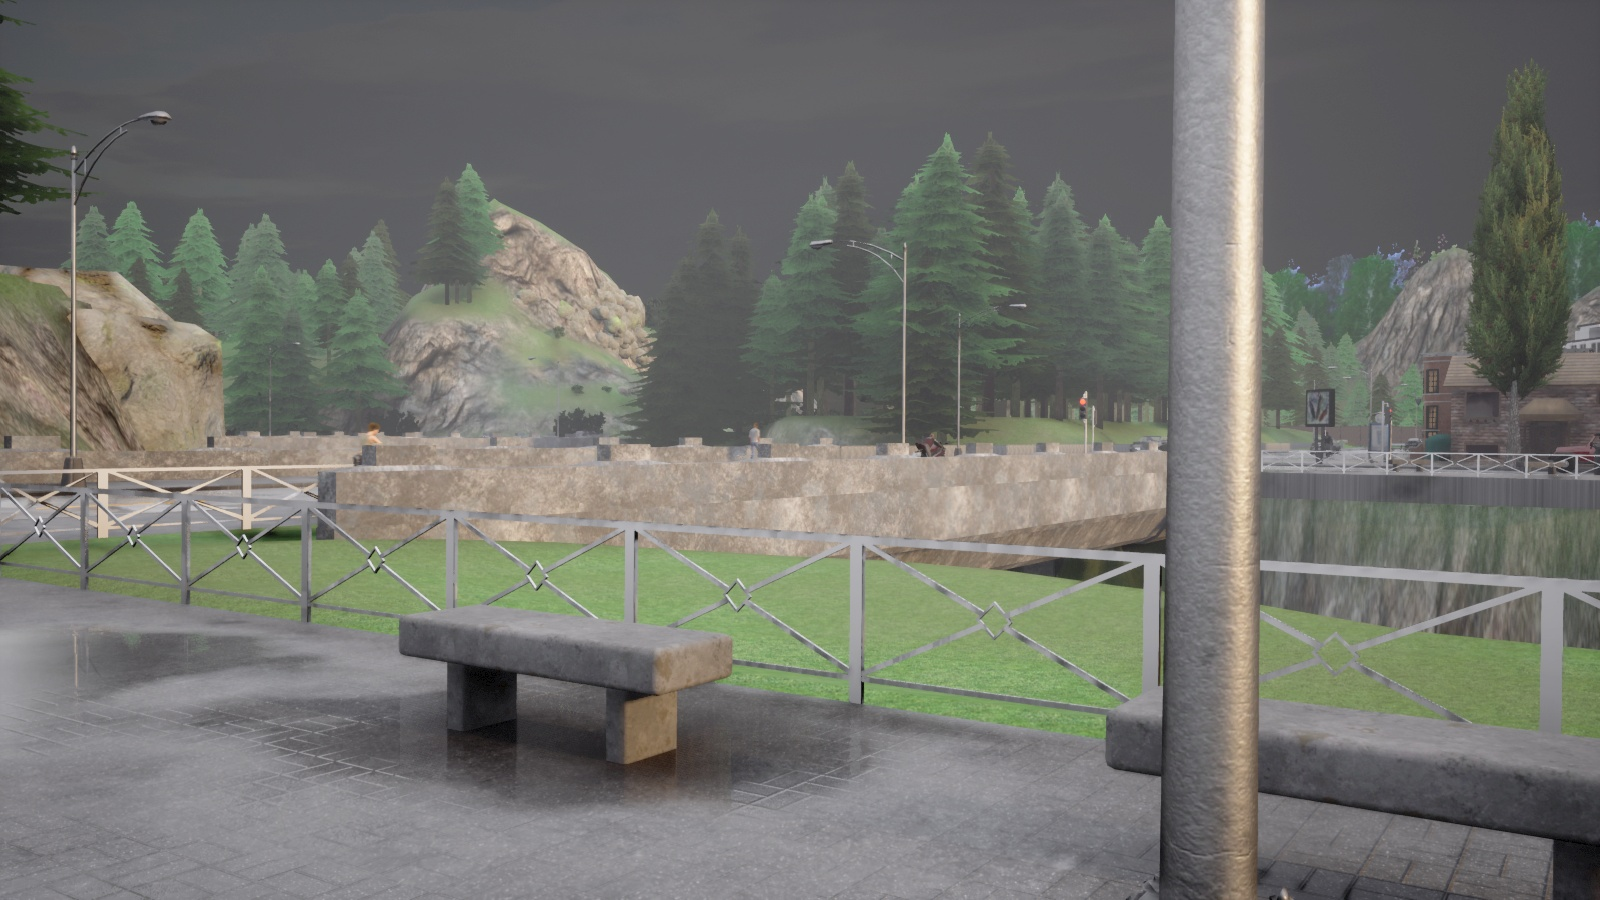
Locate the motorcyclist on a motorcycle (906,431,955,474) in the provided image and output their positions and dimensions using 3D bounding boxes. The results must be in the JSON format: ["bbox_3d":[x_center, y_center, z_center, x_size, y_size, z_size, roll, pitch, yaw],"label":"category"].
[{"bbox_3d":[4.851,0.086,46.644,0.866,1.530,2.191,0,1,34],"label":"motorcyclist on a motorcycle"}]

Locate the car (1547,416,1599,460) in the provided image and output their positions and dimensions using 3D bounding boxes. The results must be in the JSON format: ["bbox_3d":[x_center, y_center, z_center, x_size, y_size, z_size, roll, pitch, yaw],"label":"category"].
[{"bbox_3d":[35.016,-0.540,54.957,3.866,1.878,1.905,0,1,34],"label":"car"}]

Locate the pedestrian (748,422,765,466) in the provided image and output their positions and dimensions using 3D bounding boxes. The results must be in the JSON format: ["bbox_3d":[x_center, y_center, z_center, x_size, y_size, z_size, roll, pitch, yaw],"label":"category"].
[{"bbox_3d":[-1.825,-0.261,52.640,0.354,1.836,0.706,0,1,29],"label":"pedestrian"}]

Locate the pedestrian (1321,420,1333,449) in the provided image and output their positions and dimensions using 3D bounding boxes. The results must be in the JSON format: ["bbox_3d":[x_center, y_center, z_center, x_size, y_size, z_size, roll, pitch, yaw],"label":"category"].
[{"bbox_3d":[34.650,-1.007,82.587,0.563,1.883,0.849,0,1,37],"label":"pedestrian"}]

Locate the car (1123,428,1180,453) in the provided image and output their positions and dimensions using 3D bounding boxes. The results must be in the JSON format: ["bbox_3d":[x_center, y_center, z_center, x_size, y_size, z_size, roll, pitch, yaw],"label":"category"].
[{"bbox_3d":[22.560,-0.616,80.532,2.128,1.511,4.902,0,1,34],"label":"car"}]
